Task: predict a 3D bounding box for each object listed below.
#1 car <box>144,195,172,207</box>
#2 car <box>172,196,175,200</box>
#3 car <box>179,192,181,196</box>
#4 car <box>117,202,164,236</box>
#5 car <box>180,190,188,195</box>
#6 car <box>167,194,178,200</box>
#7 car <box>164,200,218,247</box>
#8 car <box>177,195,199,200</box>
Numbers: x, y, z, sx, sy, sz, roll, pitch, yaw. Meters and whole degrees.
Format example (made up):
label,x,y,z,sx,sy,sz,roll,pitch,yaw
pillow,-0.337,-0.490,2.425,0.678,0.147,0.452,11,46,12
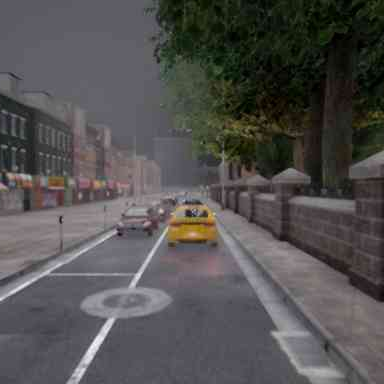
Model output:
label,x,y,z,sx,sy,sz,roll,pitch,yaw
car,-2.643,1.191,22.645,1.967,1.590,4.097,0,1,0
car,-2.644,1.271,28.322,1.802,1.307,4.206,0,1,0
car,-3.031,0.988,49.369,1.812,1.442,4.674,0,1,0
car,-2.642,1.395,16.972,1.802,1.307,4.206,0,1,0
car,-2.653,0.573,89.134,1.752,1.417,4.829,0,1,0
car,-3.030,1.063,42.369,1.812,1.442,4.674,0,1,0
car,0.049,1.319,14.303,1.882,1.535,5.008,0,1,1
car,0.040,1.255,28.294,1.994,1.385,4.181,0,1,1
